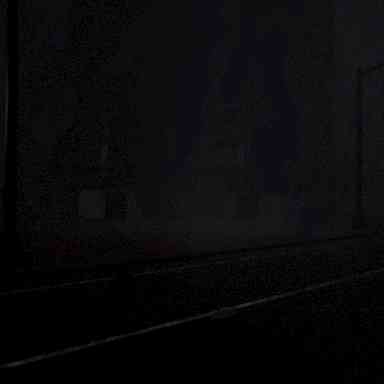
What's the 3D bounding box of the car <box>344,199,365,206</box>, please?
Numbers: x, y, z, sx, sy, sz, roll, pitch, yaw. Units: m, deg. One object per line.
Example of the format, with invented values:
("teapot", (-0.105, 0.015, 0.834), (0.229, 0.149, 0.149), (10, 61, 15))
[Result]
("car", (41.303, 2.817, 85.511), (1.970, 1.475, 3.806), (1, -2, -37))
